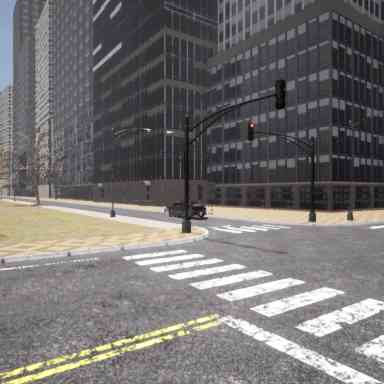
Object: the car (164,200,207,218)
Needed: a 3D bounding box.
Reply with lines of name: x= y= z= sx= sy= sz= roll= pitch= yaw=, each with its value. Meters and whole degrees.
car: x=-0.652 y=1.507 z=29.454 sx=1.837 sy=1.490 sz=4.892 roll=0 pitch=0 yaw=-35
